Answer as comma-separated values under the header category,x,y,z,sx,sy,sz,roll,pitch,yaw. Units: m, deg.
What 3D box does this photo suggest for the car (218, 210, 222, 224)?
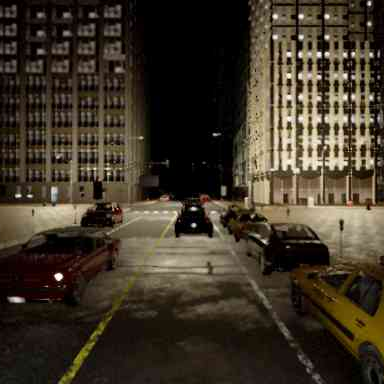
category,x,y,z,sx,sy,sz,roll,pitch,yaw
car,2.692,1.521,21.504,2.008,1.369,4.403,0,0,0

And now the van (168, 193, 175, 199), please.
category,x,y,z,sx,sy,sz,roll,pitch,yaw
van,-5.687,1.099,93.506,1.690,1.788,3.998,0,0,0

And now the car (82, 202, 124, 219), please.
category,x,y,z,sx,sy,sz,roll,pitch,yaw
car,-5.688,1.410,21.503,1.967,1.590,4.097,0,0,0

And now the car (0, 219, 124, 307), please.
category,x,y,z,sx,sy,sz,roll,pitch,yaw
car,-3.096,1.592,8.074,1.895,1.301,4.718,0,0,0

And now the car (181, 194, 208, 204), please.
category,x,y,z,sx,sy,sz,roll,pitch,yaw
car,0.099,1.305,29.794,2.097,1.767,4.553,0,0,0

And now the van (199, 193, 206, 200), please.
category,x,y,z,sx,sy,sz,roll,pitch,yaw
van,2.693,1.122,87.817,1.690,1.788,3.998,0,0,0

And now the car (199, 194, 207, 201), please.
category,x,y,z,sx,sy,sz,roll,pitch,yaw
car,2.692,1.243,82.132,1.967,1.590,4.097,0,0,0

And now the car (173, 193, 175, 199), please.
category,x,y,z,sx,sy,sz,roll,pitch,yaw
car,-5.717,1.139,76.451,2.192,1.841,5.009,0,0,0

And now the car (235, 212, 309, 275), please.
category,x,y,z,sx,sy,sz,roll,pitch,yaw
car,2.692,1.539,10.166,2.008,1.369,4.403,0,0,0

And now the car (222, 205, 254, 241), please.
category,x,y,z,sx,sy,sz,roll,pitch,yaw
car,2.692,1.505,16.007,1.752,1.417,4.829,0,0,0

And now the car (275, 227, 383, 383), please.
category,x,y,z,sx,sy,sz,roll,pitch,yaw
car,2.692,1.521,4.668,1.752,1.417,4.829,0,0,0

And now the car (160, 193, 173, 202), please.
category,x,y,z,sx,sy,sz,roll,pitch,yaw
car,-5.783,1.285,70.765,1.967,1.590,4.097,0,0,0

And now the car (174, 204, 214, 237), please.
category,x,y,z,sx,sy,sz,roll,pitch,yaw
car,0.096,1.540,17.800,1.994,1.385,4.181,0,0,0

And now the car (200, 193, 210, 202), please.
category,x,y,z,sx,sy,sz,roll,pitch,yaw
car,2.788,1.285,70.765,1.967,1.590,4.097,0,0,0
